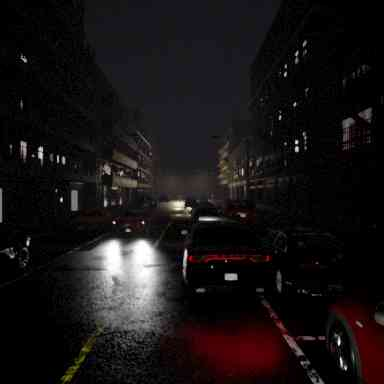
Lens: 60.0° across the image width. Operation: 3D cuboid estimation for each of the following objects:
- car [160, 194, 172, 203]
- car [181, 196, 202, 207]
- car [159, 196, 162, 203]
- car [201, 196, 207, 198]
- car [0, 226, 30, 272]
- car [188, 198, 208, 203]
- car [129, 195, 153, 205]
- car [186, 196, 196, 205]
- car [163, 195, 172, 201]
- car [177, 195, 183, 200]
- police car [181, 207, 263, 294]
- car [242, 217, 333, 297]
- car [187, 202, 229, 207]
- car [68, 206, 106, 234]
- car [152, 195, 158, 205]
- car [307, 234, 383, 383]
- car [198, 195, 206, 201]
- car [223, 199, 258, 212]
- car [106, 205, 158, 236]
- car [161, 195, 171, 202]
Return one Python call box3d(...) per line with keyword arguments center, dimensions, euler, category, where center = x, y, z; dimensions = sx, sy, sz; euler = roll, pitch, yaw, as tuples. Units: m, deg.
box3d(center=(-5.876, 1.299, 70.347), dimensions=(2.192, 1.841, 5.009), euler=(0, 0, 0), category="car")
box3d(center=(-0.114, 1.541, 45.138), dimensions=(2.033, 1.411, 5.357), euler=(0, 0, 0), category="car")
box3d(center=(-5.818, 1.574, 47.802), dimensions=(1.802, 1.307, 4.206), euler=(0, 0, 0), category="car")
box3d(center=(2.503, 1.509, 70.535), dimensions=(1.752, 1.417, 4.829), euler=(0, 0, 0), category="car")
box3d(center=(-5.712, 1.566, 8.345), dimensions=(1.947, 1.339, 4.313), euler=(0, 0, 0), category="car")
box3d(center=(0.833, 1.476, 24.857), dimensions=(1.882, 1.535, 5.008), euler=(0, 0, 0), category="car")
box3d(center=(-5.787, 1.435, 36.529), dimensions=(1.967, 1.590, 4.097), euler=(0, 0, 0), category="car")
box3d(center=(-0.159, 1.514, 59.402), dimensions=(1.812, 1.442, 4.674), euler=(0, 0, 0), category="car")
box3d(center=(-5.907, 1.524, 81.620), dimensions=(1.887, 1.381, 4.507), euler=(0, 0, 0), category="car")
box3d(center=(-3.249, 1.522, 92.008), dimensions=(2.033, 1.411, 5.357), euler=(0, 0, 0), category="car")
box3d(center=(0.731, 1.425, 8.963), dimensions=(1.930, 1.638, 5.238), euler=(0, 0, 0), category="police car")
box3d(center=(2.669, 1.551, 8.364), dimensions=(2.008, 1.369, 4.403), euler=(0, 0, 0), category="car")
box3d(center=(0.783, 1.525, 18.852), dimensions=(1.812, 1.442, 4.674), euler=(0, 0, 0), category="car")
box3d(center=(-5.741, 1.524, 19.449), dimensions=(1.752, 1.417, 4.829), euler=(0, 0, 0), category="car")
box3d(center=(-5.801, 1.309, 42.165), dimensions=(2.192, 1.841, 5.009), euler=(0, 0, 0), category="car")
box3d(center=(2.684, 1.440, 2.729), dimensions=(1.967, 1.590, 4.097), euler=(0, 0, 0), category="car")
box3d(center=(2.473, 1.524, 81.638), dimensions=(1.887, 1.381, 4.507), euler=(0, 0, 0), category="car")
box3d(center=(2.640, 1.314, 19.638), dimensions=(2.192, 1.841, 5.009), euler=(0, 0, 0), category="car")
box3d(center=(-3.151, 1.600, 18.649), dimensions=(1.895, 1.301, 4.718), euler=(0, 0, 0), category="car")
box3d(center=(-5.892, 1.422, 75.982), dimensions=(1.967, 1.590, 4.097), euler=(0, 0, 0), category="car")
